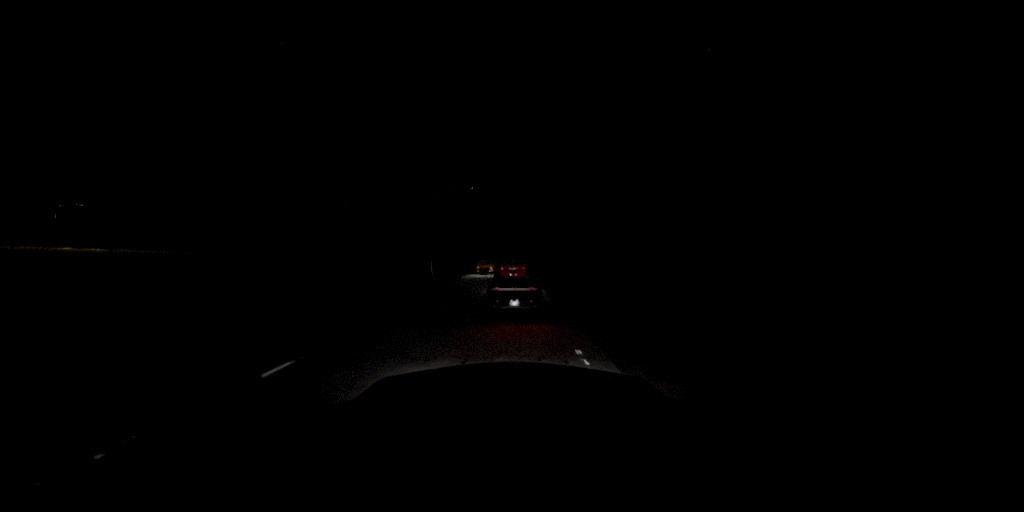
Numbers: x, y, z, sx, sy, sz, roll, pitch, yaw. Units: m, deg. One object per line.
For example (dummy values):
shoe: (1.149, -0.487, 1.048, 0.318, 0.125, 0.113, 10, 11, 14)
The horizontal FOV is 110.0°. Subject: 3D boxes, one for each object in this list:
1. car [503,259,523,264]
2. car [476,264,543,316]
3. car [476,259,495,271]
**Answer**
car: (0.086, 1.044, 28.837, 2.097, 1.767, 4.553, 0, 0, 0)
car: (0.083, 1.214, 13.197, 2.128, 1.511, 4.902, 0, 0, 0)
car: (-2.836, 1.146, 39.069, 1.882, 1.535, 5.008, 0, 0, 0)
